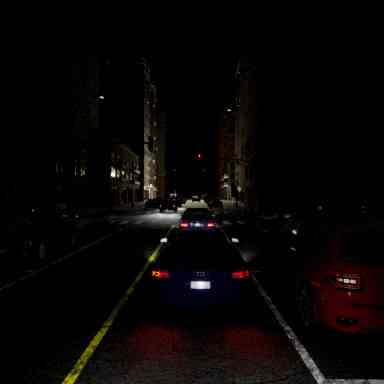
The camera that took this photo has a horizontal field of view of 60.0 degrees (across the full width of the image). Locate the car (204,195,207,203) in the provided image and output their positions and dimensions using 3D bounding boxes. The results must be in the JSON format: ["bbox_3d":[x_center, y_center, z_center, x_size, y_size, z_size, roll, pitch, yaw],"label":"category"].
[{"bbox_3d":[3.379,1.596,56.199,1.802,1.307,4.206,1,0,1],"label":"car"}]

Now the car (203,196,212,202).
[{"bbox_3d":[3.666,1.607,78.890,1.802,1.307,4.206,1,0,1],"label":"car"}]

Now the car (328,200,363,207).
[{"bbox_3d":[13.988,1.502,31.920,4.553,1.767,2.097,0,-1,1],"label":"car"}]

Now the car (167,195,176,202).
[{"bbox_3d":[-4.857,1.465,79.004,1.967,1.590,4.097,1,0,1],"label":"car"}]

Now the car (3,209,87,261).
[{"bbox_3d":[-5.703,1.547,12.328,1.887,1.381,4.507,1,0,1],"label":"car"}]

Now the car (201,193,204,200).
[{"bbox_3d":[3.525,1.334,67.545,2.192,1.841,5.009,1,0,1],"label":"car"}]

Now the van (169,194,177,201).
[{"bbox_3d":[-4.784,1.370,84.677,1.690,1.788,3.998,1,0,1],"label":"van"}]

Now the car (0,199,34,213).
[{"bbox_3d":[-16.425,1.342,29.272,4.902,1.511,2.128,1,-1,1],"label":"car"}]

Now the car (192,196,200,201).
[{"bbox_3d":[1.068,1.624,84.928,1.895,1.301,4.718,0,0,1],"label":"car"}]

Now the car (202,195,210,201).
[{"bbox_3d":[3.810,1.598,90.236,1.947,1.339,4.313,1,0,1],"label":"car"}]

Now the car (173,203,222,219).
[{"bbox_3d":[0.269,1.551,17.776,2.033,1.411,5.357,0,0,0],"label":"car"}]

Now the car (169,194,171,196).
[{"bbox_3d":[-5.002,1.601,67.660,1.802,1.307,4.206,1,0,1],"label":"car"}]

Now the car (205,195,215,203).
[{"bbox_3d":[3.307,1.594,50.526,1.802,1.307,4.206,1,0,1],"label":"car"}]

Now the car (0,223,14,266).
[{"bbox_3d":[-5.776,1.527,6.534,1.752,1.417,4.829,1,0,1],"label":"car"}]

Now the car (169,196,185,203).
[{"bbox_3d":[-2.479,1.612,49.261,1.895,1.301,4.718,0,0,1],"label":"car"}]

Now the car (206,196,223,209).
[{"bbox_3d":[3.235,1.592,44.853,1.802,1.307,4.206,1,0,1],"label":"car"}]

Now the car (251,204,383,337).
[{"bbox_3d":[2.753,1.316,6.587,2.192,1.841,5.009,1,0,1],"label":"car"}]

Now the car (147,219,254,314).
[{"bbox_3d":[0.175,1.566,7.712,1.994,1.385,4.181,0,0,1],"label":"car"}]

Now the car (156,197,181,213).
[{"bbox_3d":[-2.628,1.610,37.712,1.895,1.301,4.718,0,0,1],"label":"car"}]

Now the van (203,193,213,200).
[{"bbox_3d":[3.453,1.357,61.872,1.690,1.788,3.998,1,0,1],"label":"van"}]

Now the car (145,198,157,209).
[{"bbox_3d":[-5.289,1.555,44.970,1.887,1.381,4.507,1,0,1],"label":"car"}]

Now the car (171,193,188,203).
[{"bbox_3d":[-2.292,1.367,61.698,2.097,1.767,4.553,0,0,1],"label":"car"}]

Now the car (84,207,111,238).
[{"bbox_3d":[-5.634,1.529,17.782,1.752,1.417,4.829,1,0,1],"label":"car"}]

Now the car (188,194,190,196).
[{"bbox_3d":[-2.091,1.561,72.430,2.033,1.411,5.357,0,0,1],"label":"car"}]

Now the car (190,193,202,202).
[{"bbox_3d":[0.944,1.563,74.229,2.033,1.411,5.357,0,0,1],"label":"car"}]

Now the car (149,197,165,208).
[{"bbox_3d":[-5.218,1.556,50.642,1.887,1.381,4.507,1,0,1],"label":"car"}]
